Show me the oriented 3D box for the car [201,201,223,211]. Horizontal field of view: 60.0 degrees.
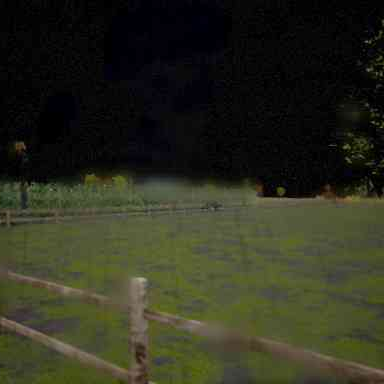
[{"bbox_3d":[3.432,2.404,56.929,1.837,1.490,4.892,-2,-2,36],"label":"car"}]
